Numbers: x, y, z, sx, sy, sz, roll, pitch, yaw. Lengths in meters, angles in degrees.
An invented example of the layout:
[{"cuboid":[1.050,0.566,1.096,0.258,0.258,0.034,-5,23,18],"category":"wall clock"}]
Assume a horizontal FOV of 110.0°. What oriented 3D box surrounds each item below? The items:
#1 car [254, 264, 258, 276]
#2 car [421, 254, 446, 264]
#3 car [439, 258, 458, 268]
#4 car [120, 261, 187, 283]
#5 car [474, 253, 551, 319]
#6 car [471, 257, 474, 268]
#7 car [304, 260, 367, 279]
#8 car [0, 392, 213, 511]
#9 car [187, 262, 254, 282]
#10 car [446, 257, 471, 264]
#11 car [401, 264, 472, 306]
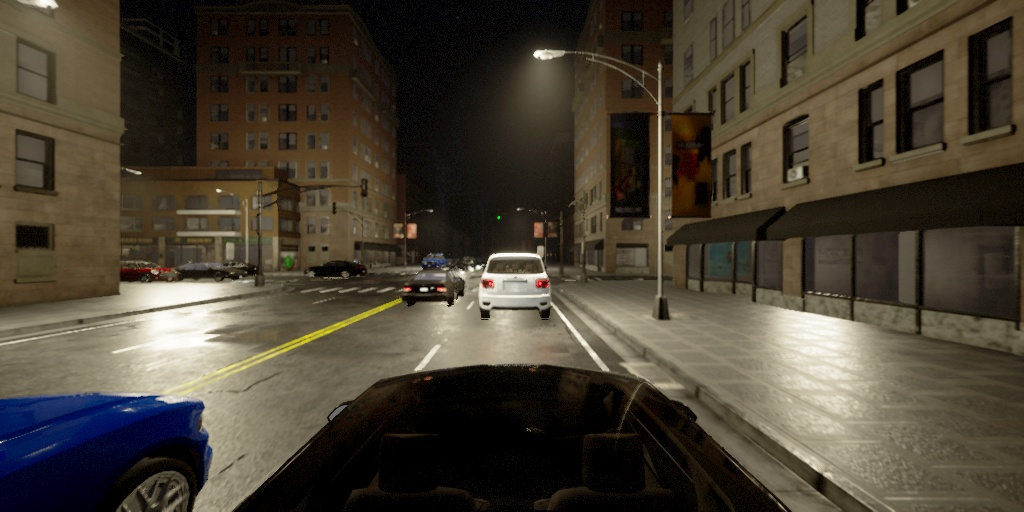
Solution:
[{"cuboid":[-25.372,1.193,32.601,4.313,1.339,1.948,0,0,0],"category":"car"},{"cuboid":[-9.833,0.777,45.351,2.150,2.045,5.566,0,0,0],"category":"car"},{"cuboid":[-9.796,1.055,55.601,2.033,1.411,5.357,0,0,0],"category":"car"},{"cuboid":[-25.414,1.071,24.576,4.097,1.591,1.967,0,0,0],"category":"car"},{"cuboid":[0.098,0.925,12.660,2.150,2.045,5.566,0,0,0],"category":"car"},{"cuboid":[-6.563,0.870,53.570,2.097,1.767,4.553,0,0,0],"category":"car"},{"cuboid":[-14.682,1.111,29.886,5.008,1.535,1.882,0,-2,7],"category":"car"},{"cuboid":[-3.153,1.232,0.590,1.882,1.535,5.008,0,1,0],"category":"car"},{"cuboid":[-23.139,1.178,27.102,5.357,1.411,2.033,0,0,0],"category":"car"},{"cuboid":[-6.585,1.064,44.577,1.837,1.490,4.892,0,0,0],"category":"car"},{"cuboid":[-3.149,1.238,15.321,2.033,1.411,5.357,0,0,0],"category":"car"}]
